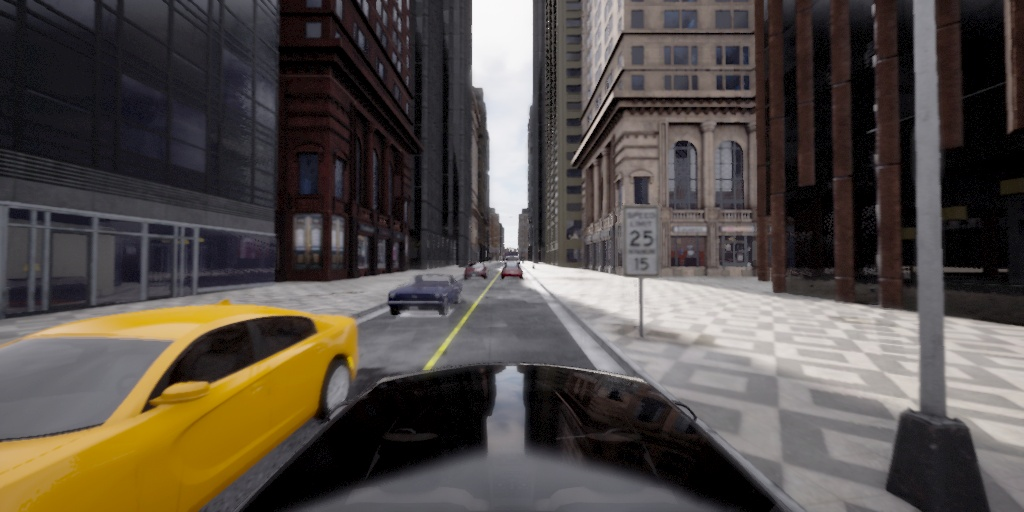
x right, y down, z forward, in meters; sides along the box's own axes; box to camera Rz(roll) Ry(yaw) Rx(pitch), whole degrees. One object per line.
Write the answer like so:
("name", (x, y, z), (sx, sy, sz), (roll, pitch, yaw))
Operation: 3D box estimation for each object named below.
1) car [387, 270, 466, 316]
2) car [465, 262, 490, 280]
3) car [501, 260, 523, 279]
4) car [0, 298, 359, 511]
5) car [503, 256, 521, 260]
("car", (-3.093, 1.354, 13.565), (1.895, 1.301, 4.718), (0, 0, 0))
("car", (-3.063, 1.294, 31.346), (1.812, 1.442, 4.674), (0, 0, 1))
("car", (0.002, 1.336, 32.829), (1.994, 1.385, 4.181), (0, 0, 0))
("car", (-3.090, 1.228, 3.035), (1.882, 1.535, 5.008), (0, 0, 0))
("car", (0.026, 1.013, 45.817), (2.150, 2.045, 5.566), (0, 0, 1))
